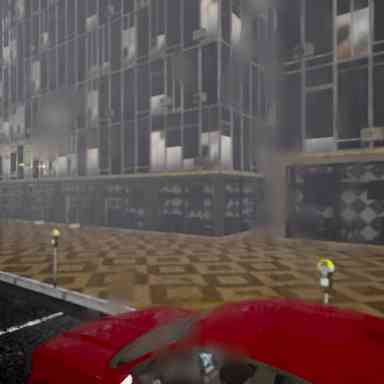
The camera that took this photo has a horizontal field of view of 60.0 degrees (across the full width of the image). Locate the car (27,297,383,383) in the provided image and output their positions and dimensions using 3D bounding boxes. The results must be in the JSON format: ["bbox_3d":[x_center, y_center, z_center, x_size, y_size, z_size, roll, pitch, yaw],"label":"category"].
[{"bbox_3d":[0.526,1.547,2.502,4.507,1.381,1.887,0,0,36],"label":"car"}]
